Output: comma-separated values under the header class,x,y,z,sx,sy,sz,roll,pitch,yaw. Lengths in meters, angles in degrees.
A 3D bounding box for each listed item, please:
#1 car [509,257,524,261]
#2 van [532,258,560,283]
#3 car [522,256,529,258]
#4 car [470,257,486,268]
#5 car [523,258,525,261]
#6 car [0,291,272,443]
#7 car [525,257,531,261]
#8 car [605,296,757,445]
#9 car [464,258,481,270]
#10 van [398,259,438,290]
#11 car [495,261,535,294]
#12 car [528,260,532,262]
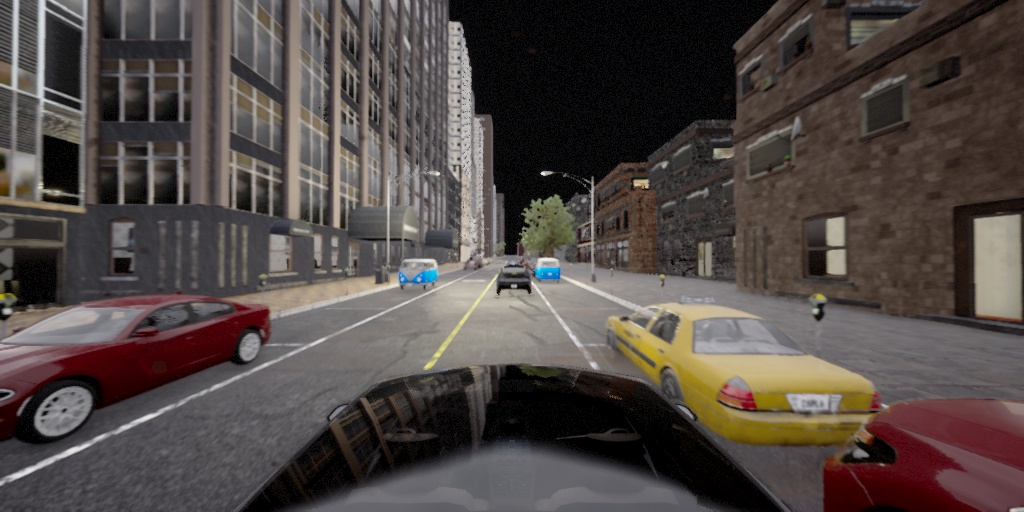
class,x,y,z,sx,sy,sz,roll,pitch,yaw
car,0.106,1.252,46.159,2.033,1.411,5.357,0,0,0
van,2.695,1.070,27.538,1.690,1.789,3.998,0,0,0
car,2.699,1.205,60.986,1.751,1.417,4.829,0,0,0
car,-5.682,1.003,55.269,2.192,1.841,5.009,0,0,0
car,2.698,1.244,49.724,1.888,1.381,4.507,0,0,0
car,-5.688,1.293,5.352,1.888,1.381,4.507,0,0,0
car,2.697,1.156,38.631,1.967,1.591,4.097,0,0,0
car,2.693,1.274,5.522,1.751,1.417,4.829,0,0,0
car,-5.683,1.280,49.723,1.802,1.307,4.207,0,0,0
van,-5.686,1.075,21.992,1.690,1.789,3.998,0,0,0
car,0.102,1.242,20.191,1.837,1.490,4.892,0,0,0
car,2.696,1.289,33.085,1.948,1.339,4.313,0,0,0
